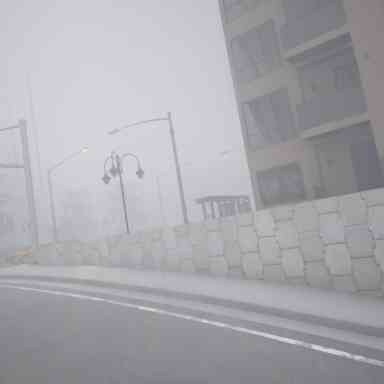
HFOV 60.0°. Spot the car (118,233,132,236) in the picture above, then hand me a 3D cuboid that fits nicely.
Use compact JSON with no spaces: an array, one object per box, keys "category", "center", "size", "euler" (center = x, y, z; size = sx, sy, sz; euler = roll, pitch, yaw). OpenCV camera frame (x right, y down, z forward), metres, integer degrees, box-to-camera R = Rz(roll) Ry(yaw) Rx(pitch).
[{"category":"car","center":[-7.849,5.455,37.491],"size":[1.895,1.301,4.718],"euler":[-14,-8,35]}]

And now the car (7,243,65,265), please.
[{"category":"car","center":[-13.690,5.361,29.559],"size":[1.882,1.535,5.008],"euler":[-14,-8,35]}]
